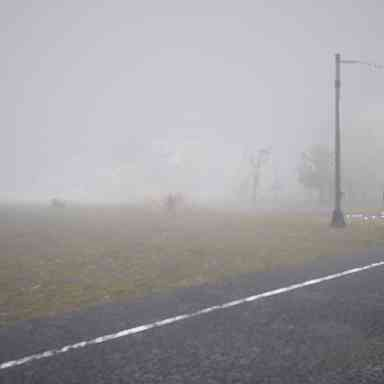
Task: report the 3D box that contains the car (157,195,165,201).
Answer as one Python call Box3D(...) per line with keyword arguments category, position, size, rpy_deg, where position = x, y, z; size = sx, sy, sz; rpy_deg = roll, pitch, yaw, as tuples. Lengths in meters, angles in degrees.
Box3D(category="car", position=(-3.885, 1.171, 60.262), size=(2.128, 1.511, 4.902), rpy_deg=(0, 0, -33))

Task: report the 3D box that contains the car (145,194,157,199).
Box3D(category="car", position=(-8.236, 1.141, 66.684), size=(1.882, 1.535, 5.008), rpy_deg=(0, 0, -34))
